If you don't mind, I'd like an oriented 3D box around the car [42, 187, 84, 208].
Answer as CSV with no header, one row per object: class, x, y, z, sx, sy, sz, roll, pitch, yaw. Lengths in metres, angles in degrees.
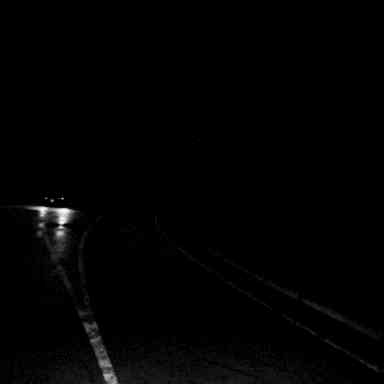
car,-10.258,0.361,26.850,1.837,1.490,4.892,4,1,0
